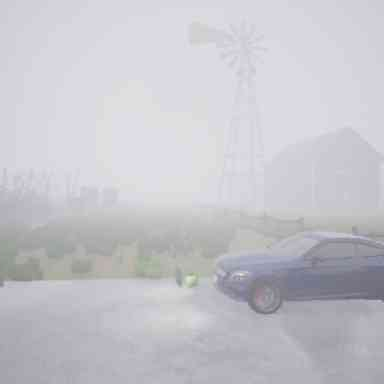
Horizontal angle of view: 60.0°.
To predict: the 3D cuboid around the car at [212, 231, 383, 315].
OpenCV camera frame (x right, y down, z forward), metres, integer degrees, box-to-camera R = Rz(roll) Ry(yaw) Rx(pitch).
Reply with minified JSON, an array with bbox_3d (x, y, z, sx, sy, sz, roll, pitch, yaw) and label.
[{"bbox_3d":[2.789,1.622,7.355,4.674,1.442,1.812,2,0,-10],"label":"car"}]
